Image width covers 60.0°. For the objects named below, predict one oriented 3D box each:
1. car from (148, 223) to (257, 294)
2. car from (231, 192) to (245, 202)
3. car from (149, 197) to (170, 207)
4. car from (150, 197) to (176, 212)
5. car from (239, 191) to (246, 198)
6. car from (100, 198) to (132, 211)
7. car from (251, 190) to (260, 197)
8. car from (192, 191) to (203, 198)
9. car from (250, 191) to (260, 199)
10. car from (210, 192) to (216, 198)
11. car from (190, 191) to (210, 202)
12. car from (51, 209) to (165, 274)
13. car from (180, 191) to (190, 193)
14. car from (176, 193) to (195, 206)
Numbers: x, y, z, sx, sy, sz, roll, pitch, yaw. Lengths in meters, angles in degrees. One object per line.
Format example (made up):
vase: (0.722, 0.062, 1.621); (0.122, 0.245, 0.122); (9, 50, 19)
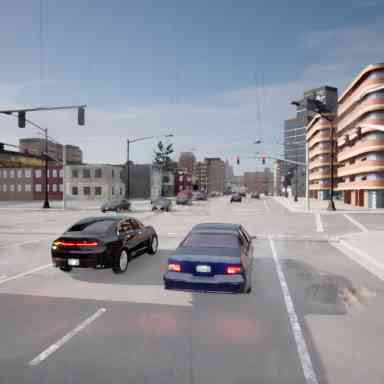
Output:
car: (0.707, 1.547, 8.957); (2.033, 1.411, 5.357); (0, 0, 11)
car: (8.477, 1.162, 63.243); (1.994, 1.385, 4.181); (0, 1, 11)
car: (-4.901, 1.443, 50.616); (1.895, 1.301, 4.718); (0, 1, 11)
car: (-3.375, 1.443, 37.086); (2.128, 1.511, 4.902); (0, 0, 2)
car: (12.981, 0.552, 86.719); (2.097, 1.767, 4.553); (0, 1, 11)
car: (-7.995, 1.461, 35.518); (1.837, 1.490, 4.892); (0, 0, 13)
car: (16.337, 0.464, 85.645); (2.097, 1.767, 4.553); (0, 1, 11)
car: (1.419, 0.582, 82.326); (1.812, 1.442, 4.674); (0, 1, 11)
car: (14.335, 0.881, 75.441); (2.128, 1.511, 4.902); (0, 1, 11)
car: (4.734, 0.642, 81.043); (2.128, 1.511, 4.902); (0, 1, 11)
car: (1.661, 0.932, 65.575); (2.097, 1.767, 4.553); (0, 1, 12)
car: (-2.511, 1.505, 10.700); (1.837, 1.490, 4.892); (0, 0, 11)
car: (-1.528, 0.781, 67.348); (2.150, 2.045, 5.566); (0, 1, 11)
car: (-1.230, 1.325, 51.163); (1.837, 1.490, 4.892); (0, 2, 11)
